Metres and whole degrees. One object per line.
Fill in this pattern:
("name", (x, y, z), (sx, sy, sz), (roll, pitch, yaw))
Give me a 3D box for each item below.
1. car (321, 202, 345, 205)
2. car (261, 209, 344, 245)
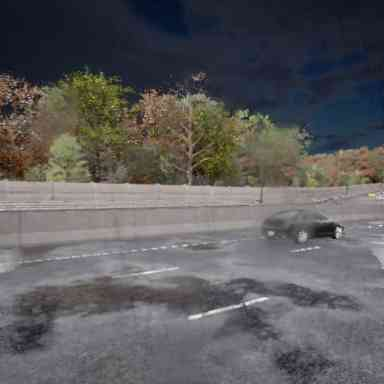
("car", (15.110, 1.814, 36.178), (4.892, 1.490, 1.837), (1, -1, -35))
("car", (5.521, 1.629, 16.284), (4.892, 1.490, 1.837), (1, 0, -36))
